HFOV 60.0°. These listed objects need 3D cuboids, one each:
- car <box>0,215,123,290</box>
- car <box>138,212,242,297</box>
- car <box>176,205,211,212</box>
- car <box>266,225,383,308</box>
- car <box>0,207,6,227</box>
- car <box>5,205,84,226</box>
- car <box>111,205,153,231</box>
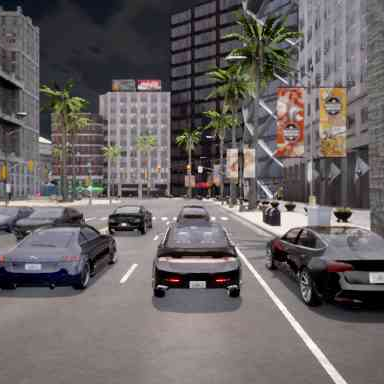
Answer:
[{"bbox_3d":[-3.397,1.564,9.101,1.994,1.385,4.181,0,0,0],"label":"car"},{"bbox_3d":[0.101,1.492,8.544,2.128,1.511,4.902,0,0,0],"label":"car"},{"bbox_3d":[0.101,1.505,18.799,1.837,1.490,4.892,0,0,0],"label":"car"},{"bbox_3d":[3.192,1.513,8.023,2.161,1.482,4.786,0,0,-1],"label":"car"},{"bbox_3d":[-10.529,1.548,19.566,2.033,1.411,5.357,0,0,1],"label":"car"},{"bbox_3d":[-7.052,1.477,16.938,1.882,1.535,5.008,0,0,0],"label":"car"},{"bbox_3d":[-3.400,1.478,19.070,1.882,1.535,5.008,0,0,0],"label":"car"}]
